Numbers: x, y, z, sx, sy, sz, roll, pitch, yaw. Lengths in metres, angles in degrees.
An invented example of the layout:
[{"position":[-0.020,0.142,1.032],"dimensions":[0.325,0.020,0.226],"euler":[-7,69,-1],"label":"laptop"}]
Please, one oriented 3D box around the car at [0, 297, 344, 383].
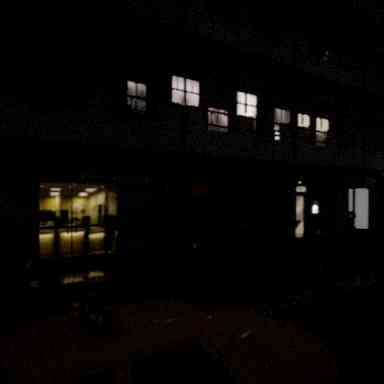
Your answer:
[{"position":[-0.897,1.515,2.244],"dimensions":[4.829,1.417,1.752],"euler":[0,0,-35],"label":"car"}]
